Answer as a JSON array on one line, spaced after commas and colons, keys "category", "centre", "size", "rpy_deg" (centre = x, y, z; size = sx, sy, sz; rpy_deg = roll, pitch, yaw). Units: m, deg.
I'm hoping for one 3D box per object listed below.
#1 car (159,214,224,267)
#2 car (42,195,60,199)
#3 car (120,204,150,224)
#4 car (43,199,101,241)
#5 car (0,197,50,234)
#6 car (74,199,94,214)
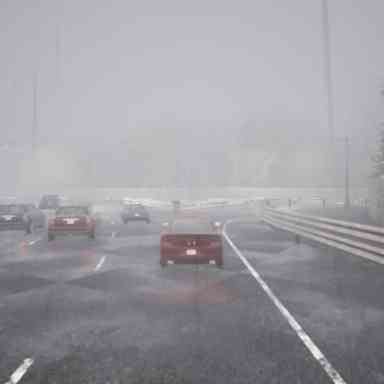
[{"category": "car", "centre": [-0.011, 1.502, 11.537], "size": [1.882, 1.535, 5.008], "rpy_deg": [0, 0, 0]}, {"category": "car", "centre": [-16.369, 1.317, 38.248], "size": [2.150, 2.045, 5.566], "rpy_deg": [0, 0, -24]}, {"category": "car", "centre": [-4.481, 1.623, 25.852], "size": [1.994, 1.385, 4.181], "rpy_deg": [0, 0, -15]}, {"category": "car", "centre": [-5.944, 1.394, 17.227], "size": [2.097, 1.767, 4.553], "rpy_deg": [0, 0, -11]}, {"category": "car", "centre": [-10.006, 1.402, 19.349], "size": [2.097, 1.767, 4.553], "rpy_deg": [0, 0, -13]}, {"category": "car", "centre": [-12.295, 1.596, 37.628], "size": [1.837, 1.490, 4.892], "rpy_deg": [0, 0, -22]}]
